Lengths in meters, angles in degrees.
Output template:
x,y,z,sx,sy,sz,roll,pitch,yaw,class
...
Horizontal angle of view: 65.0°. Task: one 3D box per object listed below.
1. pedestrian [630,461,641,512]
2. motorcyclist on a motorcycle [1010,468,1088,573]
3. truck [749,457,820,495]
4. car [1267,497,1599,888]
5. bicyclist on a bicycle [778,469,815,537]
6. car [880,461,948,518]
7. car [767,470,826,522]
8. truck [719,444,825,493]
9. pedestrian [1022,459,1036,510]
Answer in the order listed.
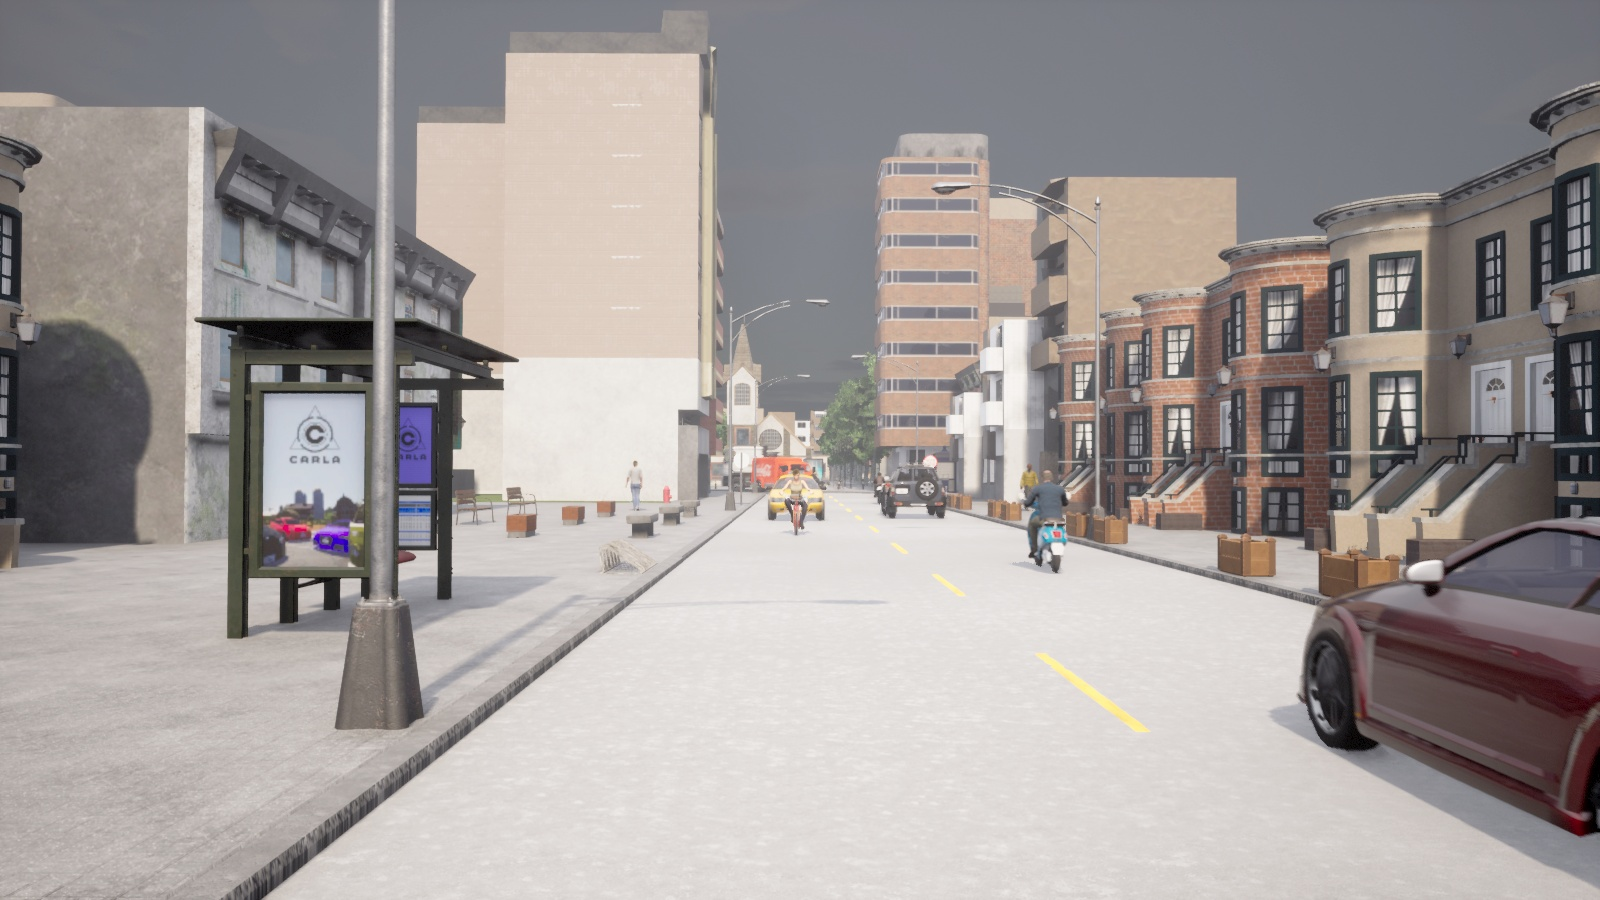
x,y,z,sx,sy,sz,roll,pitch,yaw,class
-5.942,1.308,45.364,0.354,1.836,0.706,0,-1,-10,pedestrian
3.951,1.088,20.073,0.866,1.590,1.817,0,-1,0,motorcyclist on a motorcycle
-1.087,1.735,83.754,2.627,2.467,5.204,1,-1,-28,truck
3.985,0.962,5.920,1.994,1.385,4.181,0,-1,0,car
-0.079,1.261,30.425,0.866,1.612,1.509,0,-1,0,bicyclist on a bicycle
3.882,1.343,43.415,1.932,1.855,4.605,0,-1,0,car
-0.108,1.440,41.044,1.801,1.575,5.366,0,-1,0,car
-2.110,1.373,91.340,7.936,3.462,2.891,-1,-1,42,truck
8.441,1.266,46.287,0.370,1.835,0.726,0,-1,1,pedestrian
